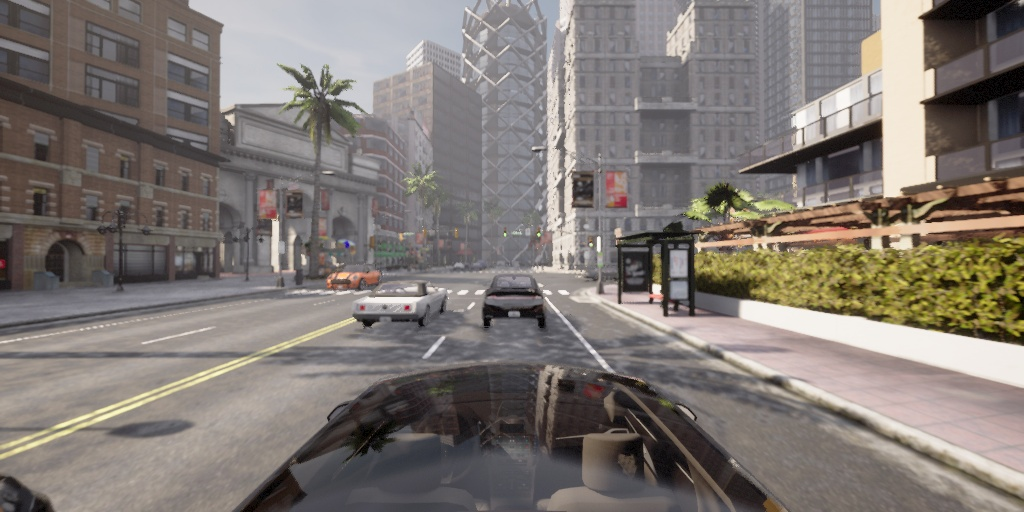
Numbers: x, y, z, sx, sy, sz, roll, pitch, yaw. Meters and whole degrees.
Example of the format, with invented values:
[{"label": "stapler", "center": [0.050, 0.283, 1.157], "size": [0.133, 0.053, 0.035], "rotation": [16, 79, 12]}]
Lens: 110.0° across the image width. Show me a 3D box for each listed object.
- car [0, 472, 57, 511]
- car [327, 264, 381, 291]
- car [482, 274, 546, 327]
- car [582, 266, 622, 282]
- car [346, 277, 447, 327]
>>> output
[{"label": "car", "center": [-3.391, 1.297, 0.124], "size": [1.994, 1.385, 4.181], "rotation": [0, -1, 0]}, {"label": "car", "center": [-10.619, 1.356, 24.418], "size": [2.097, 1.767, 4.553], "rotation": [0, -1, 0]}, {"label": "car", "center": [0.068, 1.357, 11.991], "size": [2.128, 1.511, 4.902], "rotation": [0, -1, 0]}, {"label": "car", "center": [9.227, 1.645, 33.011], "size": [5.357, 1.411, 2.033], "rotation": [0, -1, 0]}, {"label": "car", "center": [-3.432, 1.466, 11.998], "size": [1.895, 1.301, 4.718], "rotation": [0, -1, 0]}]
